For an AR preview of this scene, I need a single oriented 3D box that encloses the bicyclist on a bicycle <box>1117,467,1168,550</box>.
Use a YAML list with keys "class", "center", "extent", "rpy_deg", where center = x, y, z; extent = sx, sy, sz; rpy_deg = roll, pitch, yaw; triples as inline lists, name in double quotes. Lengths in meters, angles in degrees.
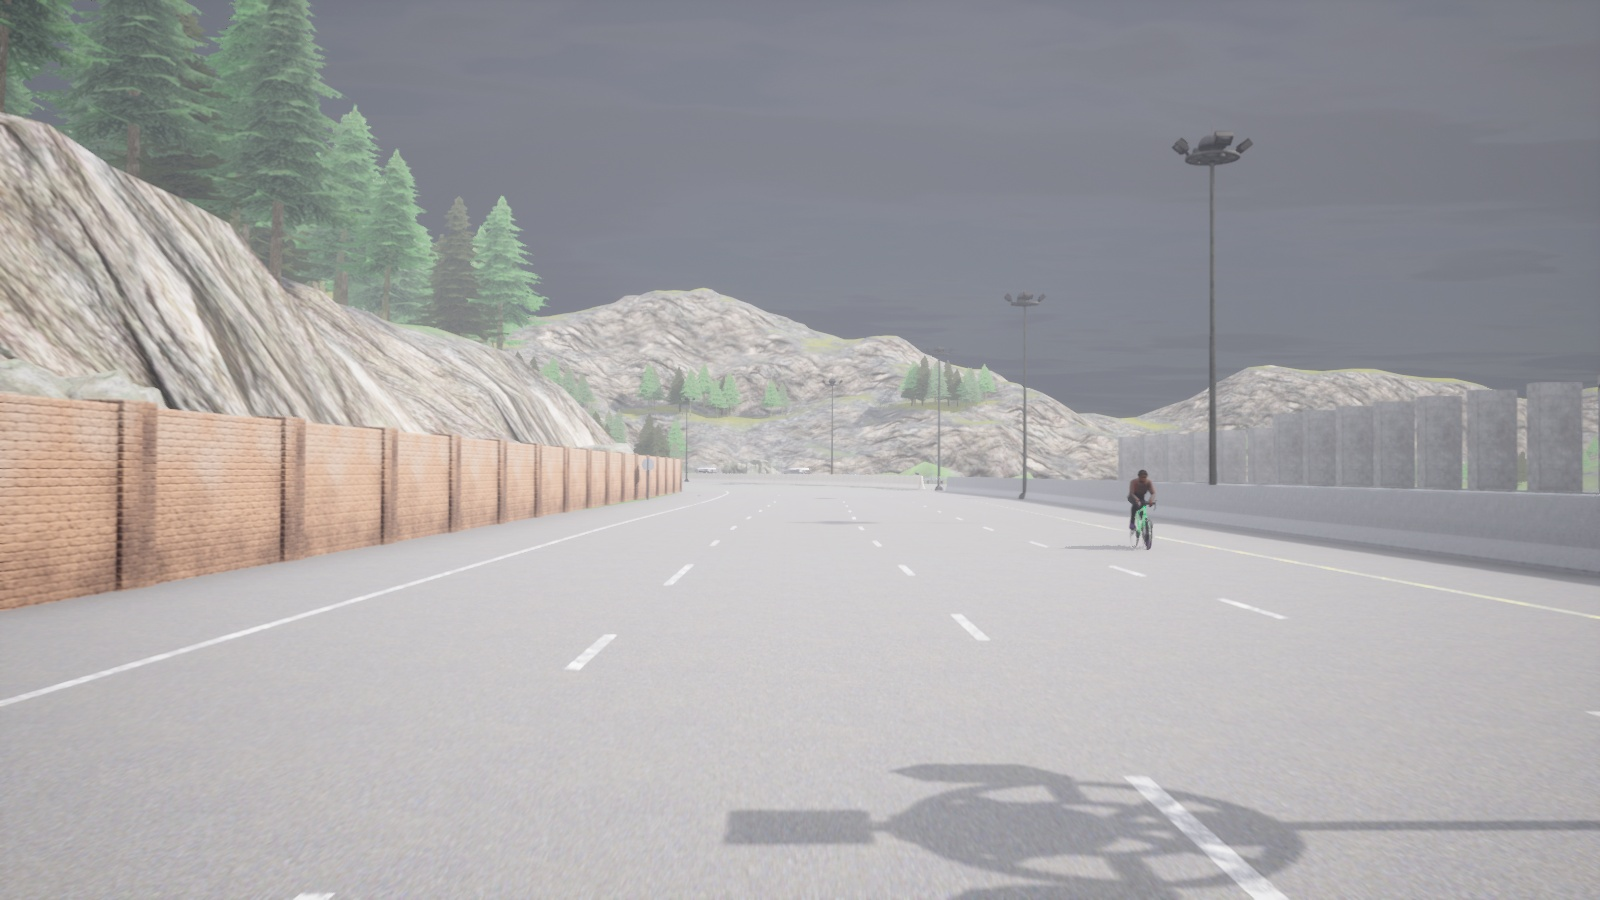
- class: "bicyclist on a bicycle"
  center: [6.935, 1.166, 25.484]
  extent: [0.582, 1.620, 1.656]
  rpy_deg: [0, -1, 0]
